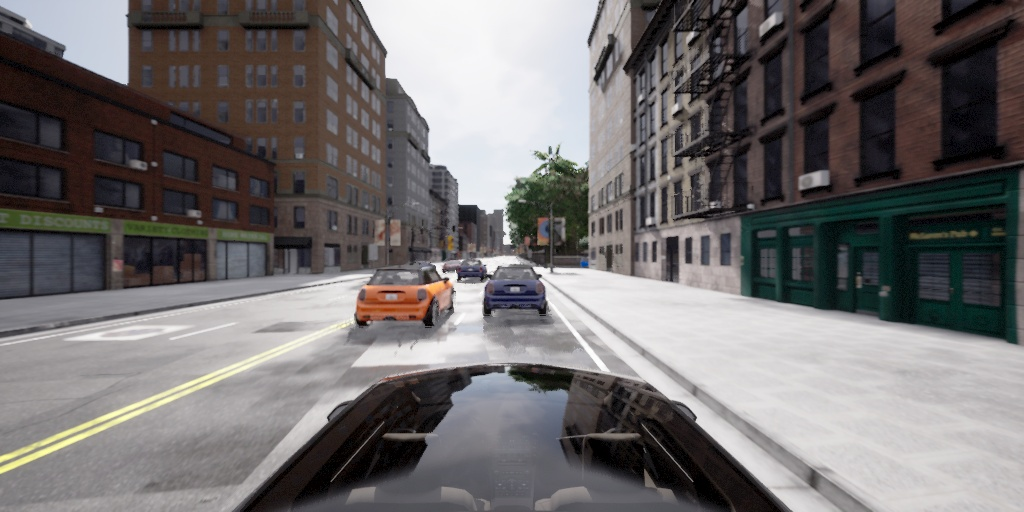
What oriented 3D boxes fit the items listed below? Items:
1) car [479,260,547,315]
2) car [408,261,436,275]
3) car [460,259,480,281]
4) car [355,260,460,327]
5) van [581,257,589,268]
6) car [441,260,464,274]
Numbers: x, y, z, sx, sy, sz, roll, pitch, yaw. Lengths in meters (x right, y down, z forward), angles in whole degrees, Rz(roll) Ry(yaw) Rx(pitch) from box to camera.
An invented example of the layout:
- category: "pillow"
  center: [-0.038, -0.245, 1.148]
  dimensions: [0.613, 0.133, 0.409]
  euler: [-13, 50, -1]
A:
- category: "car"
  center: [0.096, 1.076, 13.505]
  dimensions: [2.097, 1.767, 4.553]
  euler: [0, 0, 0]
- category: "car"
  center: [-9.816, 1.271, 39.351]
  dimensions: [1.895, 1.301, 4.718]
  euler: [0, 0, 0]
- category: "car"
  center: [-3.158, 1.043, 29.288]
  dimensions: [2.097, 1.767, 4.553]
  euler: [0, 0, 0]
- category: "car"
  center: [-3.153, 1.080, 11.500]
  dimensions: [2.097, 1.767, 4.553]
  euler: [0, 0, 0]
- category: "van"
  center: [12.148, 1.046, 53.160]
  dimensions: [3.998, 1.789, 1.690]
  euler: [0, 0, 1]
- category: "car"
  center: [-6.563, 1.194, 40.019]
  dimensions: [1.812, 1.442, 4.674]
  euler: [0, 0, 0]
